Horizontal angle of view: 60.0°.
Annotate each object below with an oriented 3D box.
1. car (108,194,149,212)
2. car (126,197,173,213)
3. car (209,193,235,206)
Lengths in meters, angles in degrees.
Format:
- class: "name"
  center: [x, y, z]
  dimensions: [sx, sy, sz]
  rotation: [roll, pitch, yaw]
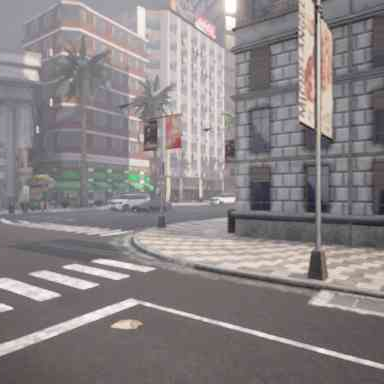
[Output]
- class: "car"
  center: [-7.143, 1.233, 39.017]
  dimensions: [2.150, 2.045, 5.566]
  rotation: [0, 0, 36]
- class: "car"
  center: [-4.340, 1.557, 36.940]
  dimensions: [2.033, 1.411, 5.357]
  rotation: [0, 0, 36]
- class: "car"
  center: [5.153, 1.234, 54.233]
  dimensions: [5.566, 2.045, 2.150]
  rotation: [0, 0, -43]
